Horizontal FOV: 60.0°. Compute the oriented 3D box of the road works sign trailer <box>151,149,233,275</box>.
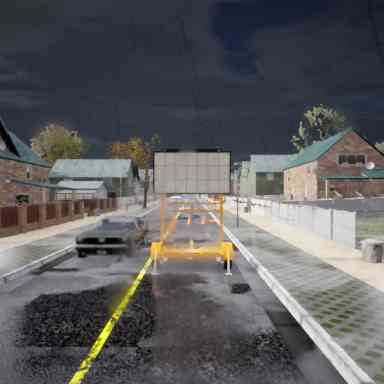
[{"bbox_3d":[-0.001,0.467,10.427,2.380,3.560,2.880,0,0,0],"label":"road works sign trailer"}]

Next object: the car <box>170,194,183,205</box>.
[{"bbox_3d":[-2.755,1.219,59.643,2.150,2.045,5.566,0,0,0],"label":"car"}]

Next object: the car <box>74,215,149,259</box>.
[{"bbox_3d":[-2.852,1.604,12.736,1.895,1.301,4.718,0,0,0],"label":"car"}]
